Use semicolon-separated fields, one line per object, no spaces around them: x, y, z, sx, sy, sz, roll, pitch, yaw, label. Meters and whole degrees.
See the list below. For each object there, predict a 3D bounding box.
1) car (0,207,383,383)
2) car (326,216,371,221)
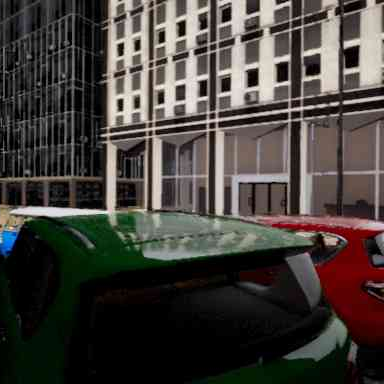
-0.986;1.225;3.784;2.150;2.045;5.566;-1;1;-31;car
0.952;1.325;5.868;5.009;1.841;2.192;0;0;36;car
